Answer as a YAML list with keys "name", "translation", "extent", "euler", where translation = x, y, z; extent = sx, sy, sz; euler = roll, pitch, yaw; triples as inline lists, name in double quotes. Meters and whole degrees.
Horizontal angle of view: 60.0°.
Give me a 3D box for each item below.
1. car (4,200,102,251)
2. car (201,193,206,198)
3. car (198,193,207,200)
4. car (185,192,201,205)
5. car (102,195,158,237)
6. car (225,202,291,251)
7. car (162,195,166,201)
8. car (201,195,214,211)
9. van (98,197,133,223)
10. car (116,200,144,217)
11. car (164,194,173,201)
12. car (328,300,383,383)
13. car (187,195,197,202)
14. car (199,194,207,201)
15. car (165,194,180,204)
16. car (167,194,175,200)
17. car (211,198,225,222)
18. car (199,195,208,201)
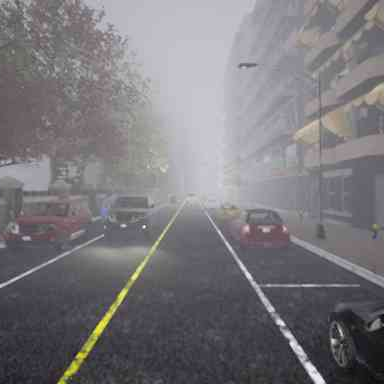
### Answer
- name: "car"
  translation: [-5.695, 1.274, 13.957]
  extent: [2.192, 1.841, 5.009]
  euler: [0, 0, 0]
- name: "car"
  translation: [2.661, 1.391, 70.265]
  extent: [1.887, 1.381, 4.507]
  euler: [0, 0, 0]
- name: "car"
  translation: [2.653, 1.142, 87.155]
  extent: [2.192, 1.841, 5.009]
  euler: [0, 0, 0]
- name: "car"
  translation: [-0.024, 1.088, 57.253]
  extent: [2.150, 2.045, 5.566]
  euler: [0, 0, 0]
- name: "car"
  translation: [-3.107, 1.171, 17.894]
  extent: [2.150, 2.045, 5.566]
  euler: [0, 0, 0]
- name: "car"
  translation: [2.684, 1.399, 13.961]
  extent: [1.967, 1.590, 4.097]
  euler: [0, 0, 0]
- name: "car"
  translation: [-5.722, 1.280, 75.892]
  extent: [1.967, 1.590, 4.097]
  euler: [0, 0, 0]
- name: "car"
  translation: [2.336, 1.426, 38.874]
  extent: [1.812, 1.442, 4.674]
  euler: [0, 0, 0]
- name: "van"
  translation: [-5.700, 1.272, 25.217]
  extent: [1.690, 1.788, 3.998]
  euler: [0, 0, 0]
- name: "car"
  translation: [-5.703, 1.500, 30.849]
  extent: [1.802, 1.307, 4.206]
  euler: [0, 0, 0]
- name: "car"
  translation: [-5.725, 1.274, 81.520]
  extent: [1.967, 1.590, 4.097]
  euler: [0, 0, 0]
- name: "car"
  translation: [2.689, 1.557, 2.702]
  extent: [1.947, 1.339, 4.313]
  euler: [0, 0, 0]
- name: "car"
  translation: [-0.029, 1.325, 73.384]
  extent: [2.033, 1.411, 5.357]
  euler: [0, 0, 0]
- name: "car"
  translation: [2.656, 1.273, 81.525]
  extent: [1.967, 1.590, 4.097]
  euler: [0, 0, 0]
- name: "car"
  translation: [-3.081, 1.370, 57.781]
  extent: [1.837, 1.490, 4.892]
  euler: [0, 0, 0]
- name: "car"
  translation: [-5.729, 1.372, 92.782]
  extent: [2.008, 1.369, 4.403]
  euler: [0, 0, 0]
- name: "car"
  translation: [2.680, 1.456, 25.392]
  extent: [1.752, 1.417, 4.829]
  euler: [0, 0, 0]
- name: "car"
  translation: [2.658, 1.384, 75.896]
  extent: [1.887, 1.381, 4.507]
  euler: [0, 0, 0]
